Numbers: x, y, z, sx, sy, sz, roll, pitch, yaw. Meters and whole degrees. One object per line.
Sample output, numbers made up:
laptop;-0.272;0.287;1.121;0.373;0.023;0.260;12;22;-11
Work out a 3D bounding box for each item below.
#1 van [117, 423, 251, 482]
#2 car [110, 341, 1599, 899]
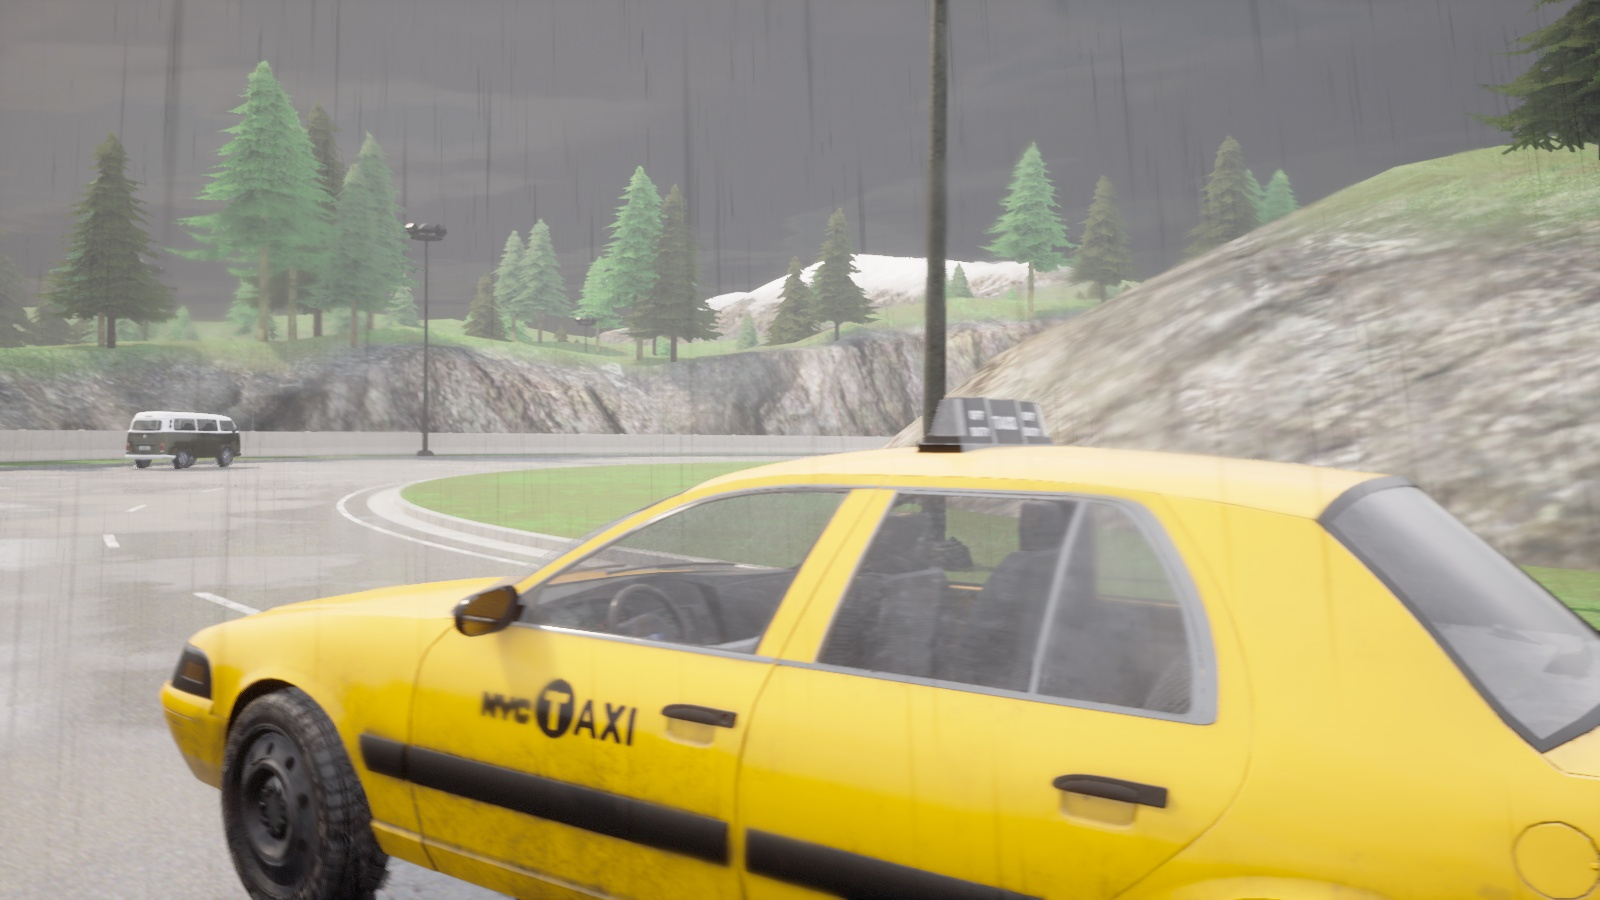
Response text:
van;-22.424;0.054;45.930;2.069;2.038;4.480;-1;1;11
car;0.388;0.623;3.399;5.366;1.575;1.801;0;1;36
